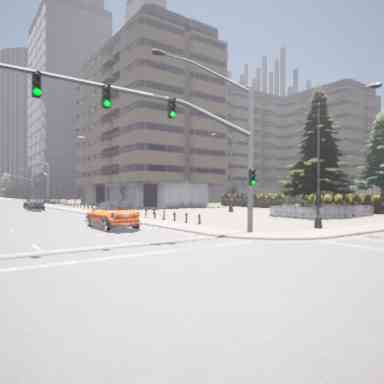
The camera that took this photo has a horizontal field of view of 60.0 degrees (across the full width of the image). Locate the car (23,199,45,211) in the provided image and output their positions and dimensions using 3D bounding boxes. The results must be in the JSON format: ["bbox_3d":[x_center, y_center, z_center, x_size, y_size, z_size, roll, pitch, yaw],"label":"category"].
[{"bbox_3d":[-19.798,1.583,41.620,2.033,1.411,5.357,0,0,-35],"label":"car"}]

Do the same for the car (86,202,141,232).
[{"bbox_3d":[-5.019,1.385,20.764,2.097,1.767,4.553,0,0,-35],"label":"car"}]
